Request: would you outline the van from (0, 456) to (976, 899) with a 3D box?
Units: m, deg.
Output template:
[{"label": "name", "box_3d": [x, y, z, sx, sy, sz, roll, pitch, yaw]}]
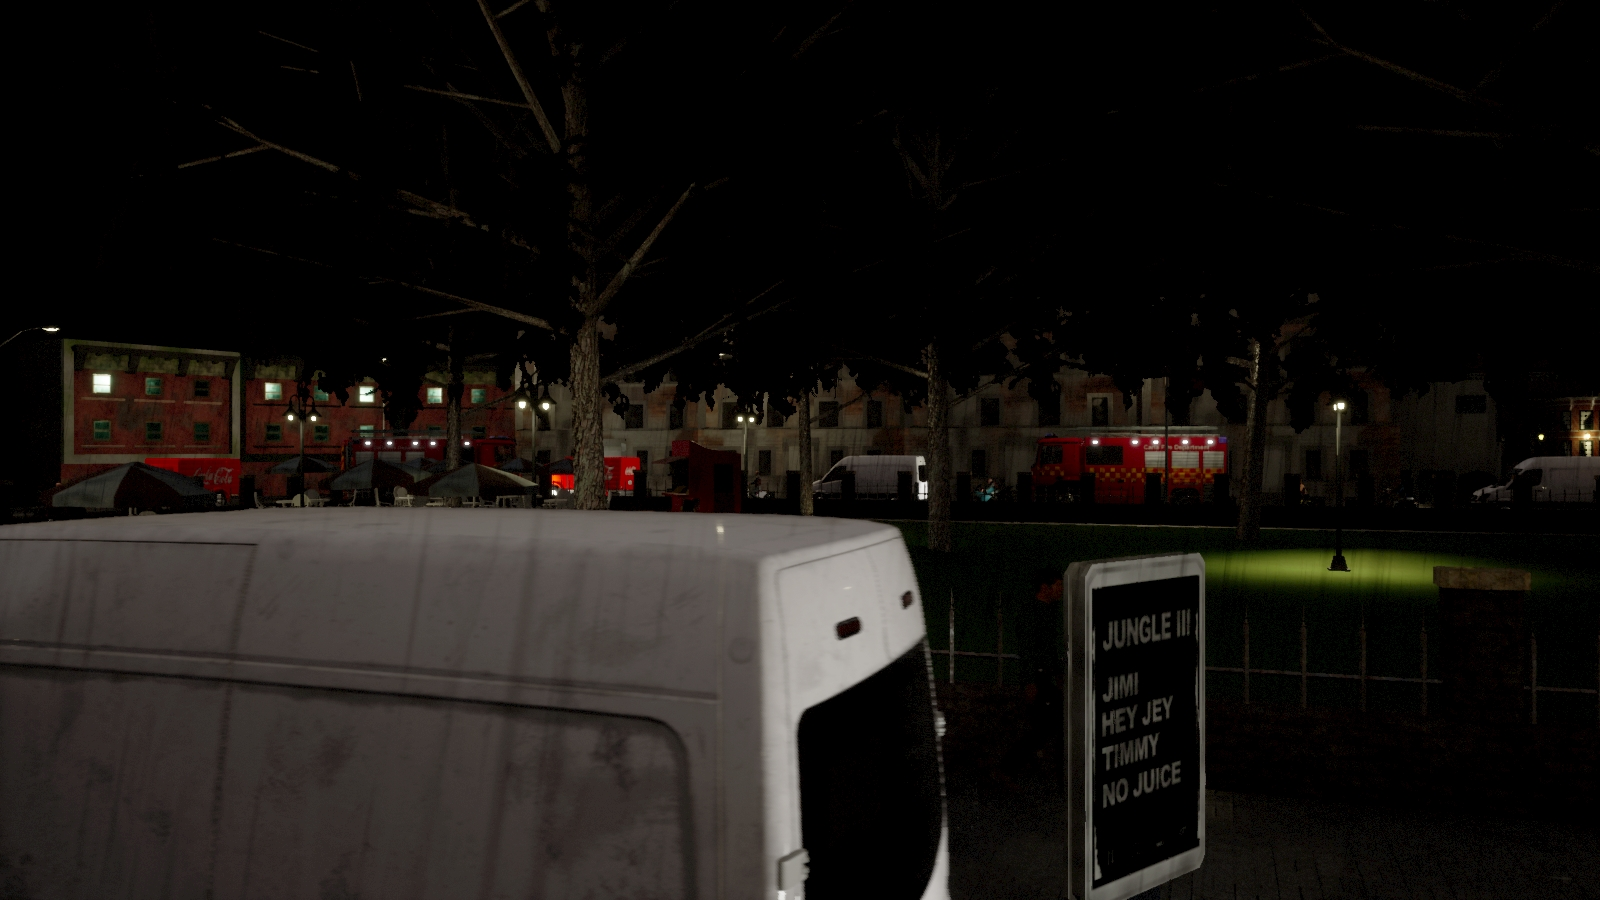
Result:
[{"label": "van", "box_3d": [-2.405, 1.316, 4.716, 5.915, 2.561, 1.988, 0, 0, 20]}]

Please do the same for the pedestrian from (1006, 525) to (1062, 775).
[{"label": "pedestrian", "box_3d": [1.823, 1.526, 8.871, 0.375, 1.860, 0.375, 0, 0, 20]}]
